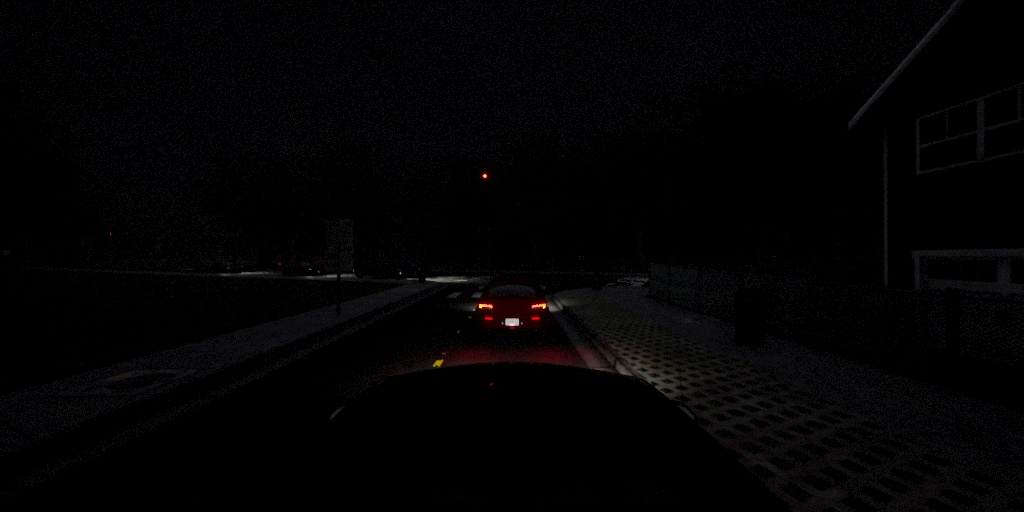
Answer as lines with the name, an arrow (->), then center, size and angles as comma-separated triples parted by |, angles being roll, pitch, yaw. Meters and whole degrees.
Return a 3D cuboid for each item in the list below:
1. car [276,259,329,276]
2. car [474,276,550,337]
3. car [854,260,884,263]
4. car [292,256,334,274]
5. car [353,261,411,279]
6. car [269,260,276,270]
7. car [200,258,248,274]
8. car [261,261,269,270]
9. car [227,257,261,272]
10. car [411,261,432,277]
car -> -20.970, 1.266, 35.866 | 4.674, 1.442, 1.812 | 0, 0, 24
car -> 0.009, 1.273, 10.125 | 1.812, 1.442, 4.674 | 0, 0, 0
car -> 24.444, 1.168, 23.554 | 5.008, 1.535, 1.882 | 0, 0, 23
car -> -22.238, 0.974, 39.954 | 5.566, 2.045, 2.150 | 0, 0, 23
car -> -11.891, 1.223, 31.946 | 4.902, 1.511, 2.128 | 0, 0, 23
car -> -34.826, 1.307, 52.627 | 4.674, 1.442, 1.812 | 0, 0, 24
car -> -33.040, 1.277, 41.095 | 4.674, 1.442, 1.812 | 1, 0, 24
car -> -36.405, 1.336, 49.774 | 4.181, 1.385, 1.994 | 0, 0, 24
car -> -34.661, 1.239, 45.351 | 5.008, 1.535, 1.882 | 1, 0, 23
car -> -10.050, 1.218, 34.687 | 5.008, 1.535, 1.882 | 0, 0, 25
